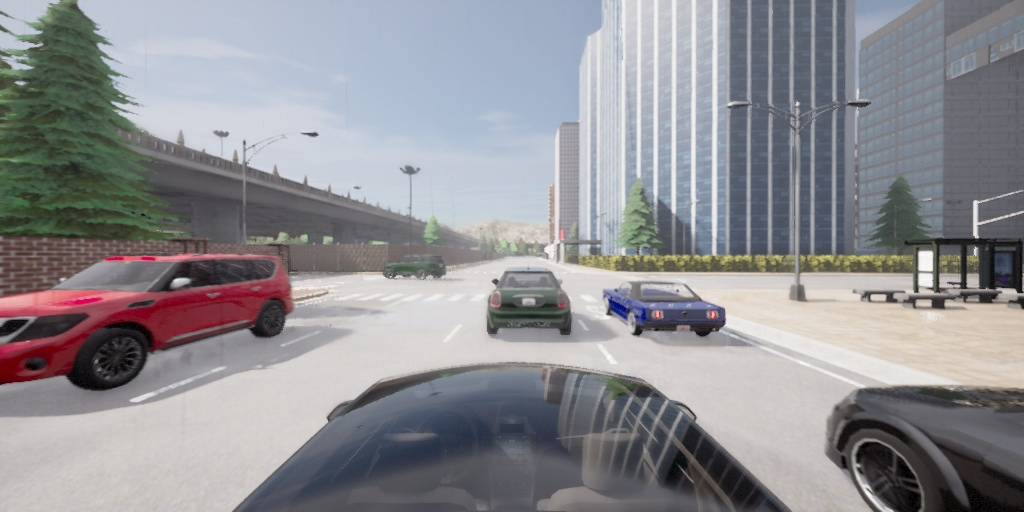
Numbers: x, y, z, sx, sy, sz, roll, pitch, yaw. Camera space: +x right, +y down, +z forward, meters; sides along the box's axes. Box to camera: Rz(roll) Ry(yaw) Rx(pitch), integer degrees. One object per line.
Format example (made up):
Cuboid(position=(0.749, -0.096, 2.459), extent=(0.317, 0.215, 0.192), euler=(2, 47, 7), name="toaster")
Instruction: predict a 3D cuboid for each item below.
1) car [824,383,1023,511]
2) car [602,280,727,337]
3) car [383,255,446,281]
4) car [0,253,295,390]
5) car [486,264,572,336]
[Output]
Cuboid(position=(3.776, 1.317, 1.428), extent=(1.994, 1.385, 4.181), euler=(0, 0, -1), name="car")
Cuboid(position=(3.910, 1.330, 10.229), extent=(1.895, 1.301, 4.718), euler=(0, 0, 2), name="car")
Cuboid(position=(-8.089, 0.916, 29.747), extent=(5.566, 2.045, 2.150), euler=(0, -1, 26), name="car")
Cuboid(position=(-6.892, 0.955, 7.186), extent=(2.150, 2.045, 5.566), euler=(0, 0, 3), name="car")
Cuboid(position=(0.451, 1.080, 10.537), extent=(2.097, 1.767, 4.553), euler=(0, 0, 1), name="car")
